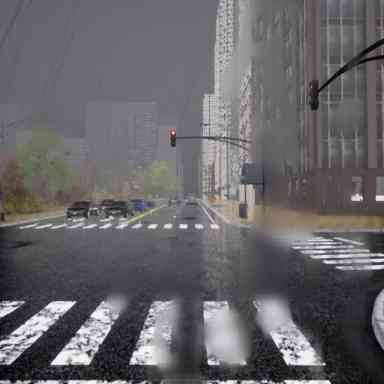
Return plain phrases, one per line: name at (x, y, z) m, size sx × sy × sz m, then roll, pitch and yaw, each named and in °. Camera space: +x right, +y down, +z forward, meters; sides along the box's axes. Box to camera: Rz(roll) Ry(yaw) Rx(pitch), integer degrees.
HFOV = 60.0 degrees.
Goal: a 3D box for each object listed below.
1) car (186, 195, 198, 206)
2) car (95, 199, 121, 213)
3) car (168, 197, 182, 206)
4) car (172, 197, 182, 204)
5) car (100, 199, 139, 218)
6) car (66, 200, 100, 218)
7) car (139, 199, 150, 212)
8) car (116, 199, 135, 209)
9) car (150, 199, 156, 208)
car at (0.007, 1.721, 58.932) m, size 2.033 × 1.411 × 5.357 m, roll 0°, pitch 0°, yaw 0°
car at (-9.841, 1.585, 39.441) m, size 1.837 × 1.490 × 4.892 m, roll 0°, pitch 0°, yaw 0°
car at (-3.145, 1.666, 59.271) m, size 2.128 × 1.511 × 4.902 m, roll 0°, pitch 0°, yaw 0°
car at (-3.187, 1.774, 70.600) m, size 1.812 × 1.442 × 4.674 m, roll 0°, pitch 0°, yaw 0°
car at (-6.561, 1.557, 30.611) m, size 1.837 × 1.490 × 4.892 m, roll 0°, pitch 0°, yaw 2°
car at (-9.841, 1.555, 30.260) m, size 1.837 × 1.490 × 4.892 m, roll 0°, pitch 0°, yaw 0°
car at (-6.592, 1.559, 39.684) m, size 1.882 × 1.535 × 5.008 m, roll 0°, pitch 0°, yaw 0°
car at (-9.836, 1.723, 49.372) m, size 1.895 × 1.301 × 4.718 m, roll 0°, pitch 0°, yaw 0°
car at (-6.585, 1.726, 49.861) m, size 1.895 × 1.301 × 4.718 m, roll 0°, pitch 0°, yaw 0°
